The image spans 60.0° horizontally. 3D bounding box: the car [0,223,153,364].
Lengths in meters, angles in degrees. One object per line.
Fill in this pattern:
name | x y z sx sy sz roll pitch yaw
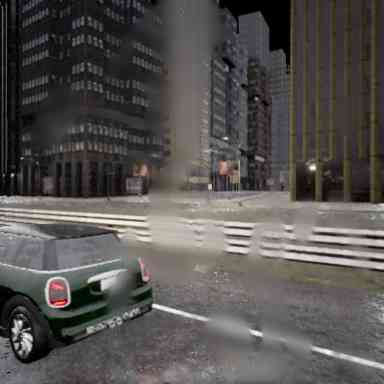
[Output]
car | -2.935 1.349 6.099 4.553 1.767 2.097 0 0 36
